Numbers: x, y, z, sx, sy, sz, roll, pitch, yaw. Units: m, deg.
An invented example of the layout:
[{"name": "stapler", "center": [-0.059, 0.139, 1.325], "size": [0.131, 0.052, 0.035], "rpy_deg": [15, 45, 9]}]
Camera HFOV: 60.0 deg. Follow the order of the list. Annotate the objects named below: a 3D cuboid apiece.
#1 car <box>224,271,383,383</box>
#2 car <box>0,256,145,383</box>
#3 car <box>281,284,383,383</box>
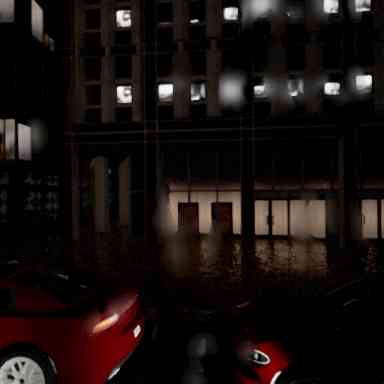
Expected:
[{"name": "car", "center": [2.623, 1.584, 3.705], "size": [4.507, 1.381, 1.887], "rpy_deg": [1, -1, 6]}, {"name": "car", "center": [-2.891, 1.532, 4.320], "size": [4.507, 1.381, 1.887], "rpy_deg": [1, -1, 6]}, {"name": "car", "center": [3.033, 1.564, 1.792], "size": [4.674, 1.442, 1.812], "rpy_deg": [1, 0, 6]}]
